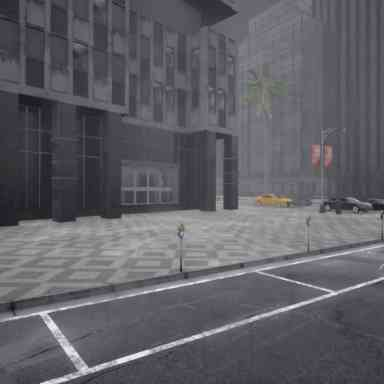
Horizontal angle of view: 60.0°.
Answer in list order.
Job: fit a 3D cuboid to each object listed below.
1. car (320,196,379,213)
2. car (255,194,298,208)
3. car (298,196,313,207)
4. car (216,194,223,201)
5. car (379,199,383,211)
[{"bbox_3d":[15.073,1.208,32.602,1.837,1.490,4.892,0,1,-35],"label":"car"},{"bbox_3d":[9.779,1.020,40.060,1.882,1.535,5.008,0,1,-35],"label":"car"},{"bbox_3d":[12.830,1.125,41.376,1.994,1.385,4.181,0,1,-35],"label":"car"},{"bbox_3d":[3.132,0.754,55.083,1.882,1.535,5.008,0,1,-35],"label":"car"},{"bbox_3d":[18.631,1.338,33.219,1.895,1.301,4.718,0,1,-36],"label":"car"}]
